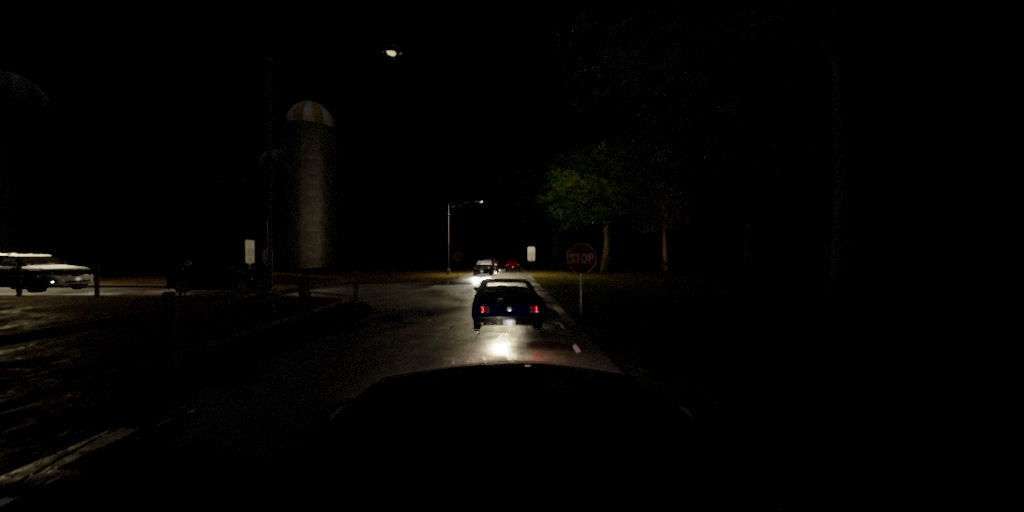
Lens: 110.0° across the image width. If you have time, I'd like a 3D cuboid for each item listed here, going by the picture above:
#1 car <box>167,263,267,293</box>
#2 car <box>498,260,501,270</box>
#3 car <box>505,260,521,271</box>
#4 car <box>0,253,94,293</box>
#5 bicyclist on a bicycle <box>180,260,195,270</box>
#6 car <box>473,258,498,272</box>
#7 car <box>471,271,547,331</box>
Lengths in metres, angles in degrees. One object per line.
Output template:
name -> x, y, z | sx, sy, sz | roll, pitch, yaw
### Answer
car -> -15.539, 1.144, 19.366 | 5.008, 1.535, 1.882 | 0, 0, -2
car -> -2.819, 1.051, 46.420 | 2.097, 1.767, 4.553 | 0, 0, 0
car -> 0.123, 1.230, 48.749 | 1.812, 1.442, 4.674 | 0, 0, 0
car -> -26.099, 0.859, 19.243 | 5.566, 2.045, 2.150 | 1, 0, -1
bicyclist on a bicycle -> -22.727, 1.071, 25.247 | 0.582, 1.620, 1.656 | 0, 0, 0
car -> -2.827, 1.175, 36.414 | 2.128, 1.511, 4.902 | 0, 0, 0
car -> -0.233, 1.325, 10.964 | 1.895, 1.301, 4.718 | 0, 0, -4
